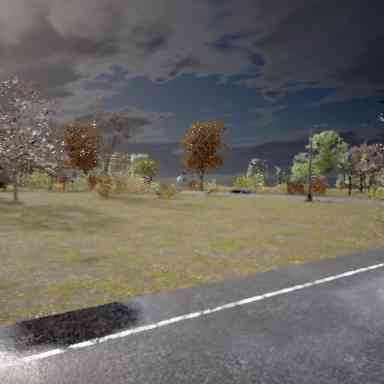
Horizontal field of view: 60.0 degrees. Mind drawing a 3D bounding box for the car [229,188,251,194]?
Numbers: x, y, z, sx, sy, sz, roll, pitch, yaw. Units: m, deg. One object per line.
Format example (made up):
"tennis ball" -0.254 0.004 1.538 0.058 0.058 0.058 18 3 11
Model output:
"car" 9.793 -0.201 67.920 1.895 1.301 4.718 0 2 -36
